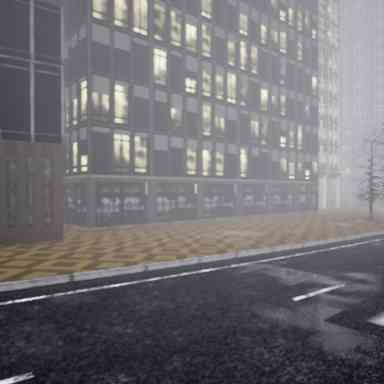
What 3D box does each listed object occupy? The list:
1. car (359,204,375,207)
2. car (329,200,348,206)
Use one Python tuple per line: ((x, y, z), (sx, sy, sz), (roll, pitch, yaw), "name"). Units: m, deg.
((34.919, 2.393, 67.433), (1.802, 1.307, 4.206), (0, 0, -41), "car")
((31.235, 2.341, 71.761), (1.947, 1.339, 4.313), (0, 0, -41), "car")
